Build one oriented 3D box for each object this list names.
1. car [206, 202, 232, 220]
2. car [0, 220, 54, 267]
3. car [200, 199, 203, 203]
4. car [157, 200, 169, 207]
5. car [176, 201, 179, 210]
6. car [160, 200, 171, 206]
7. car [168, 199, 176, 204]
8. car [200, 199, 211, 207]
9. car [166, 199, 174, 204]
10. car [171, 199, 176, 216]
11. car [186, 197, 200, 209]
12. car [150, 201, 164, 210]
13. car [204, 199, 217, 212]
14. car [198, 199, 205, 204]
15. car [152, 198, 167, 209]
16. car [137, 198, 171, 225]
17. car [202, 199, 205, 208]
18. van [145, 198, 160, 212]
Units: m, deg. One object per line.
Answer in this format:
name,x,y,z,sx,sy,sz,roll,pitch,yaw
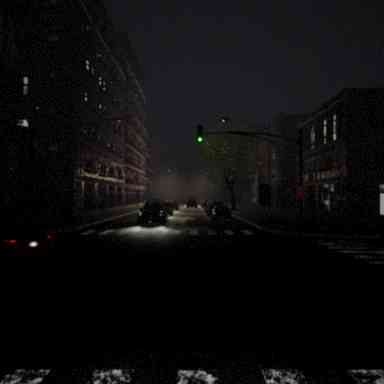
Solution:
car,2.688,1.867,31.080,2.008,1.369,4.403,0,-1,0
car,-6.913,1.675,11.806,4.181,1.385,1.994,0,-1,29
car,2.686,2.182,59.562,2.008,1.369,4.403,0,-1,0
car,-5.695,2.263,65.260,1.947,1.339,4.313,0,-1,0
car,-3.067,2.031,51.597,2.128,1.511,4.902,0,-1,0
car,-5.696,2.316,70.956,2.008,1.369,4.403,0,-1,0
car,-5.698,2.587,93.742,1.887,1.381,4.507,0,-1,0
car,2.685,2.138,65.260,1.967,1.590,4.097,0,-1,0
car,-5.698,2.496,87.876,1.752,1.417,4.829,0,-1,0
car,-3.092,1.912,37.500,1.812,1.442,4.674,0,0,0
car,-0.003,2.089,57.851,1.882,1.535,5.008,0,-1,0
car,-5.695,2.148,53.866,1.802,1.307,4.206,0,-1,0
car,2.687,1.818,36.778,1.967,1.590,4.097,0,-1,0
car,2.683,2.593,93.740,2.008,1.369,4.403,0,-1,0
car,-5.696,1.946,59.566,2.192,1.841,5.009,0,-1,0
car,-3.065,1.619,26.557,2.097,1.767,4.553,0,-1,0
car,2.687,1.880,42.473,1.967,1.590,4.097,0,-1,0
van,-5.695,1.843,48.172,1.690,1.788,3.998,0,-1,0
